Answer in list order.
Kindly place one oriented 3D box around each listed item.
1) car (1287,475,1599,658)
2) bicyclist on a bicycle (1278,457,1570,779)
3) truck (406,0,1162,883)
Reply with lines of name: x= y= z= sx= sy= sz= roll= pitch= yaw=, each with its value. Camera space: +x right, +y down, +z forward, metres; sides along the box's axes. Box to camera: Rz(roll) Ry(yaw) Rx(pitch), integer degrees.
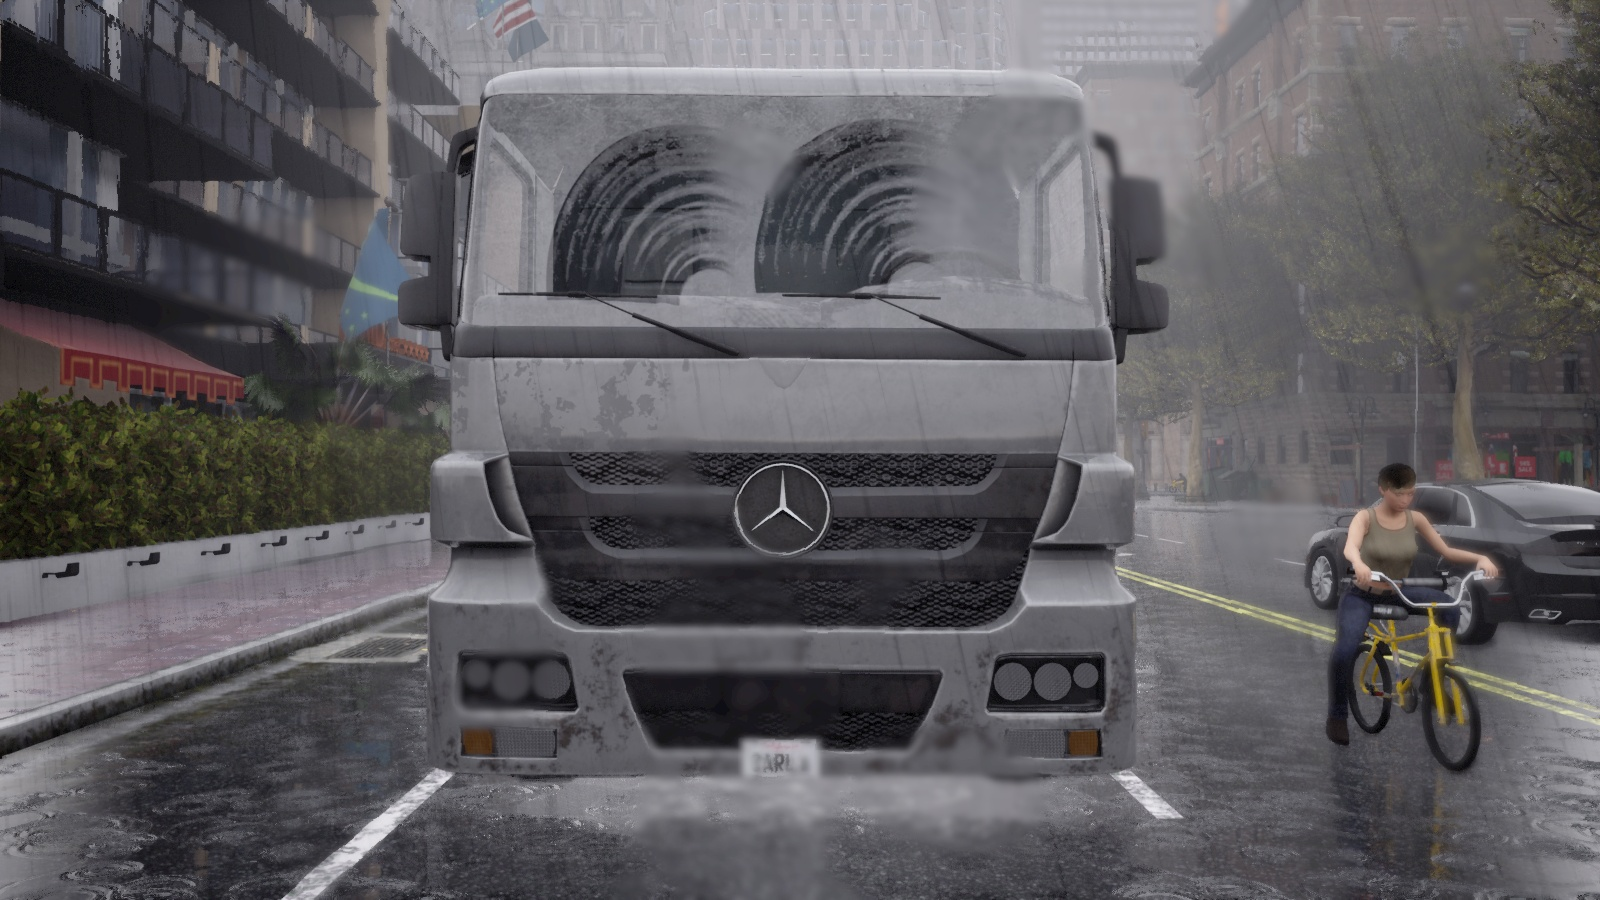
car: x=6.867 y=1.007 z=12.815 sx=1.837 sy=1.490 sz=4.892 roll=0 pitch=-1 yaw=-1
bicyclist on a bicycle: x=3.422 y=0.856 z=7.063 sx=0.866 sy=1.612 sz=1.509 roll=0 pitch=-1 yaw=0
truck: x=-0.100 y=-0.020 z=8.798 sx=2.891 sy=3.462 sz=7.936 roll=0 pitch=-1 yaw=-1
